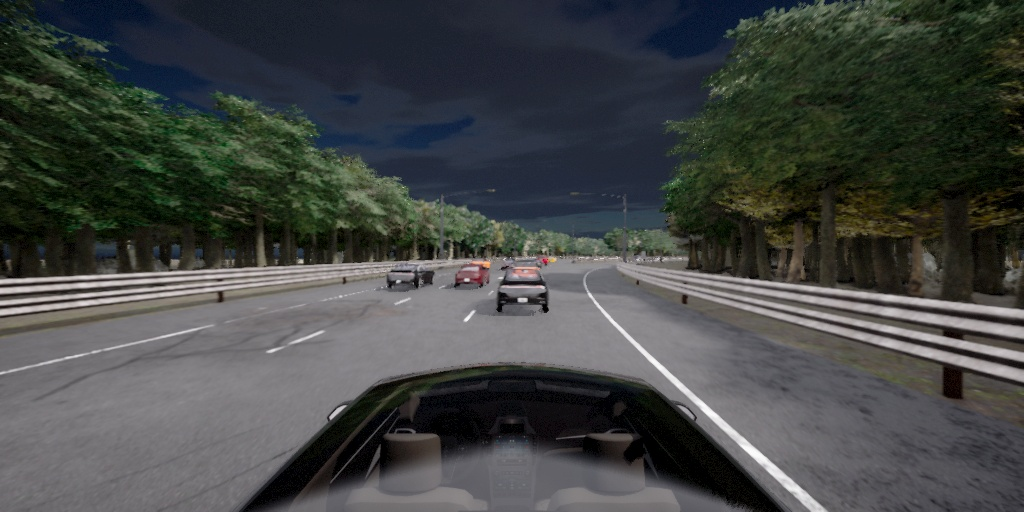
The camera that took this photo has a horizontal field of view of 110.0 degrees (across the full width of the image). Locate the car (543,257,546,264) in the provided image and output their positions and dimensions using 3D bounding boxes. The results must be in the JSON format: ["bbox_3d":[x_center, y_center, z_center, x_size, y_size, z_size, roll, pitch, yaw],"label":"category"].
[{"bbox_3d":[3.824,1.230,56.588,2.033,1.411,5.357,0,0,7],"label":"car"}]

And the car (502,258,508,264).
[{"bbox_3d":[-0.306,1.235,51.618,2.033,1.411,5.357,0,0,7],"label":"car"}]

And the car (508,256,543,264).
[{"bbox_3d":[1.050,1.100,27.367,2.097,1.767,4.553,0,0,3],"label":"car"}]

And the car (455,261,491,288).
[{"bbox_3d":[-2.572,1.266,23.846,1.812,1.442,4.674,0,0,3],"label":"car"}]

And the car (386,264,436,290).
[{"bbox_3d":[-6.175,1.215,22.419,2.128,1.511,4.902,1,0,3],"label":"car"}]

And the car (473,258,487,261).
[{"bbox_3d":[-4.176,1.025,47.847,2.097,1.767,4.553,0,0,6],"label":"car"}]

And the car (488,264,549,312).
[{"bbox_3d":[0.432,1.245,14.272,2.128,1.511,4.902,0,0,2],"label":"car"}]
